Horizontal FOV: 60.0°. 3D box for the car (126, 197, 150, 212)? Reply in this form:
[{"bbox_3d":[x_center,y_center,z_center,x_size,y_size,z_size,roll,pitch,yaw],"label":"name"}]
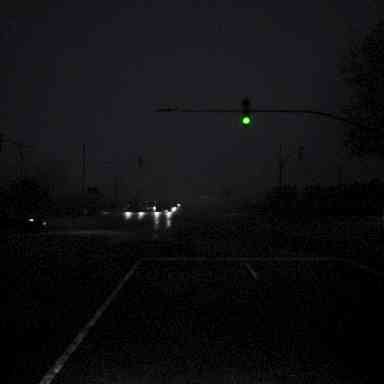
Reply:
[{"bbox_3d":[-7.117,1.605,42.913,2.097,1.767,4.553,0,0,0],"label":"car"}]

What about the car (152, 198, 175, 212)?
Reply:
[{"bbox_3d":[-3.625,1.779,43.052,1.812,1.442,4.674,0,0,0],"label":"car"}]

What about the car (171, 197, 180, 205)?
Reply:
[{"bbox_3d":[-3.534,1.928,72.955,1.837,1.490,4.892,0,0,0],"label":"car"}]

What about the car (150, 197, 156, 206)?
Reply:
[{"bbox_3d":[-7.101,1.695,58.603,2.097,1.767,4.553,0,0,0],"label":"car"}]

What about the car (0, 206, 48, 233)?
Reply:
[{"bbox_3d":[-11.207,1.614,19.909,4.902,1.511,2.128,0,0,3],"label":"car"}]

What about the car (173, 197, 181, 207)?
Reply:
[{"bbox_3d":[-3.607,1.830,57.731,2.128,1.511,4.902,0,0,0],"label":"car"}]

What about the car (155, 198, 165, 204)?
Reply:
[{"bbox_3d":[-7.033,1.982,73.644,1.994,1.385,4.181,0,0,0],"label":"car"}]
